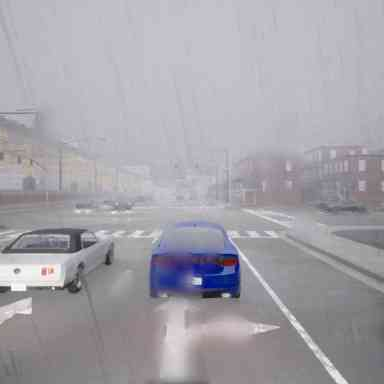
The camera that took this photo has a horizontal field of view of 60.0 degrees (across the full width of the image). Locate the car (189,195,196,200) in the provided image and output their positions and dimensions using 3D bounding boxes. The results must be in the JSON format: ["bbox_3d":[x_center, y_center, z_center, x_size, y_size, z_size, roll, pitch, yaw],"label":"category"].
[{"bbox_3d":[0.166,1.540,93.350,2.033,1.411,5.357,0,0,0],"label":"car"}]

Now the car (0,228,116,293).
[{"bbox_3d":[-3.413,1.601,8.816,1.895,1.301,4.718,0,0,0],"label":"car"}]

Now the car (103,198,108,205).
[{"bbox_3d":[-13.977,1.601,57.833,1.895,1.301,4.718,0,0,0],"label":"car"}]

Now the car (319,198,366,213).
[{"bbox_3d":[16.524,1.564,36.010,4.181,1.385,1.994,0,0,0],"label":"car"}]

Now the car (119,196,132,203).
[{"bbox_3d":[-13.877,1.524,69.378,1.812,1.442,4.674,0,0,0],"label":"car"}]

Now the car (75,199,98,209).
[{"bbox_3d":[-14.017,1.565,44.405,1.994,1.385,4.181,0,0,0],"label":"car"}]

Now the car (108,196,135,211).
[{"bbox_3d":[-8.715,1.351,40.746,2.097,1.767,4.553,0,0,-20],"label":"car"}]

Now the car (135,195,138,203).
[{"bbox_3d":[-10.493,1.505,54.128,1.837,1.490,4.892,0,0,0],"label":"car"}]

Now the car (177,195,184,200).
[{"bbox_3d":[-3.335,1.500,93.308,1.837,1.490,4.892,0,0,0],"label":"car"}]

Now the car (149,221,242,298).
[{"bbox_3d":[0.081,1.478,8.547,1.882,1.535,5.008,0,0,1],"label":"car"}]

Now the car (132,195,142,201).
[{"bbox_3d":[-13.851,1.513,84.079,1.812,1.442,4.674,0,0,0],"label":"car"}]

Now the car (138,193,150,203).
[{"bbox_3d":[-10.382,1.477,68.216,1.882,1.535,5.008,0,0,0],"label":"car"}]

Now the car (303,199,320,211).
[{"bbox_3d":[15.782,1.491,39.514,4.902,1.511,2.128,0,0,0],"label":"car"}]

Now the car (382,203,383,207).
[{"bbox_3d":[25.773,1.222,39.495,5.566,2.045,2.150,0,0,0],"label":"car"}]

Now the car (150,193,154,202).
[{"bbox_3d":[-10.359,1.225,79.278,2.150,2.045,5.566,0,0,0],"label":"car"}]
